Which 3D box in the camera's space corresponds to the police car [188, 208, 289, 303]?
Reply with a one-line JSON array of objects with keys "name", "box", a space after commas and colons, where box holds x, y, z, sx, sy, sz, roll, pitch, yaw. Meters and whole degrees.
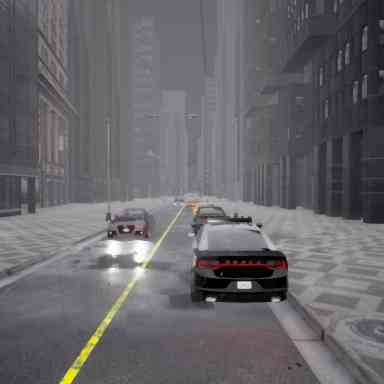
[{"name": "police car", "box": [0.927, 1.426, 8.411, 1.930, 1.638, 5.238, 0, 0, 0]}]

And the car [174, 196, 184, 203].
[{"name": "car", "box": [-2.753, 1.575, 70.708, 1.882, 1.535, 5.008, 0, 0, 0]}]

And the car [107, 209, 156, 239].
[{"name": "car", "box": [-3.042, 1.572, 17.345, 1.994, 1.385, 4.181, 0, 0, 0]}]

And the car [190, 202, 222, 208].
[{"name": "car", "box": [0.962, 1.514, 18.302, 1.837, 1.490, 4.892, 0, 0, 0]}]

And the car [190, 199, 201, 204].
[{"name": "car", "box": [0.983, 1.495, 24.303, 1.882, 1.535, 5.008, 0, 0, 0]}]

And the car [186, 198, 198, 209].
[{"name": "car", "box": [0.189, 1.530, 47.070, 1.882, 1.535, 5.008, 0, 0, 1]}]
